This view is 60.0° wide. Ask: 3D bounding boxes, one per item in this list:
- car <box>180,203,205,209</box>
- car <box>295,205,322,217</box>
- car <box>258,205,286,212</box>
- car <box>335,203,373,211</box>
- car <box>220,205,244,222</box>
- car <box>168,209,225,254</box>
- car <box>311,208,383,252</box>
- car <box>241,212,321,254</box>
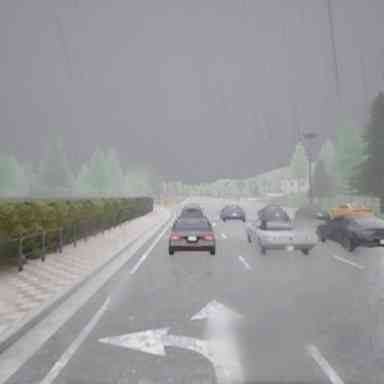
[{"bbox_3d":[0.022,1.779,29.306,1.837,1.490,4.892,0,0,0],"label":"car"},{"bbox_3d":[10.519,1.836,29.286,1.994,1.385,4.181,0,0,0],"label":"car"},{"bbox_3d":[7.019,1.836,29.288,1.994,1.385,4.181,0,0,0],"label":"car"},{"bbox_3d":[14.025,1.751,29.466,1.882,1.535,5.008,0,0,0],"label":"car"},{"bbox_3d":[3.519,1.836,29.290,1.994,1.385,4.181,0,0,0],"label":"car"},{"bbox_3d":[0.008,1.678,13.987,2.033,1.411,5.357,0,0,0],"label":"car"},{"bbox_3d":[7.012,1.660,14.398,1.812,1.442,4.674,0,0,0],"label":"car"},{"bbox_3d":[3.509,1.732,14.101,1.895,1.301,4.718,0,0,0],"label":"car"}]
